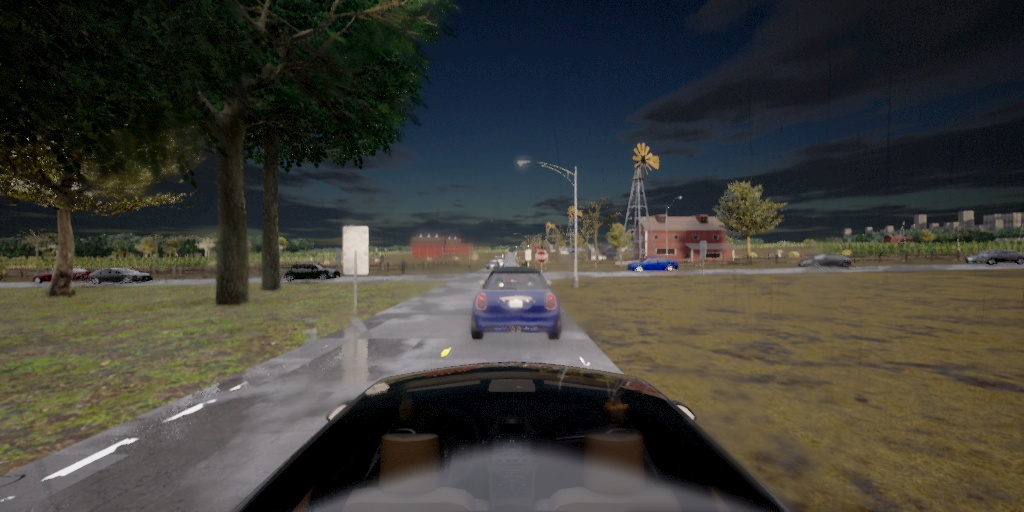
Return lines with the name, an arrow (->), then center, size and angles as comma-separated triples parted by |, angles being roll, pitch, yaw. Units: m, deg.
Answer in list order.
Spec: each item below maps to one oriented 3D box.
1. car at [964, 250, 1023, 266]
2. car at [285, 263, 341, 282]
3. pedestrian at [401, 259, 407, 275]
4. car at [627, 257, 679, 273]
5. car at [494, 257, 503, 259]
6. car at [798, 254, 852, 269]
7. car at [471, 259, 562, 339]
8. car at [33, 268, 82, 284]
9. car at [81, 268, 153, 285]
car -> 49.147, 0.126, 36.477 | 4.902, 1.511, 2.128 | -1, 1, 0
car -> -18.819, 1.439, 34.051 | 4.553, 1.767, 2.097 | -1, 1, 0
pedestrian -> -12.121, 1.175, 39.979 | 0.375, 1.860, 0.375 | 0, 2, 0
car -> 14.401, 0.876, 36.788 | 5.008, 1.535, 1.882 | -1, 1, 0
car -> -2.792, 1.274, 52.766 | 2.128, 1.511, 4.902 | 0, 0, 0
car -> 32.006, 0.569, 36.679 | 4.674, 1.442, 1.812 | -1, 1, 0
car -> 0.101, 1.085, 10.108 | 2.097, 1.767, 4.553 | 0, 0, 0
car -> -46.348, 2.003, 37.112 | 5.008, 1.535, 1.882 | -1, 1, 1
car -> -37.254, 1.924, 34.173 | 4.892, 1.490, 1.837 | -1, 1, 0
